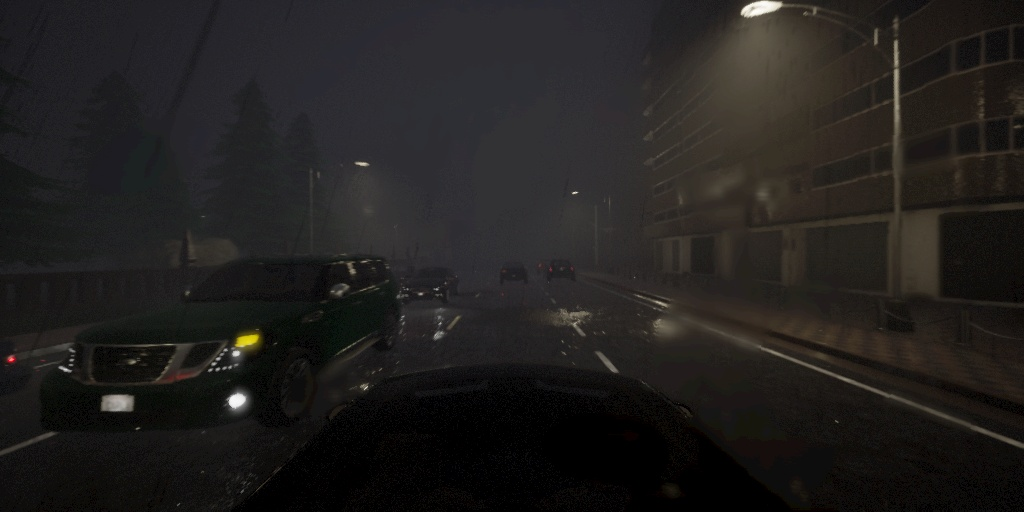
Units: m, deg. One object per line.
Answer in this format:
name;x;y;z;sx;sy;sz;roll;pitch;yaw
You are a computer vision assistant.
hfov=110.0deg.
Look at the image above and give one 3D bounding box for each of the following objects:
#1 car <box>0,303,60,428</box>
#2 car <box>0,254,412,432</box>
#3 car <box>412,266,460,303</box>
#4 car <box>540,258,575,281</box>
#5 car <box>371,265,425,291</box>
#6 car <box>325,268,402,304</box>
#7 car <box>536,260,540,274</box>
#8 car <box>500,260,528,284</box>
car;-7.112;1.348;2.147;2.033;1.411;5.357;0;0;0
car;-3.602;0.983;6.037;2.150;2.045;5.566;0;0;0
car;-3.550;1.230;16.407;1.837;1.490;4.892;0;0;0
car;3.645;0.984;28.346;2.097;1.767;4.553;0;0;1
car;-6.998;1.293;22.520;1.994;1.385;4.181;0;0;1
car;-6.963;1.333;17.347;1.994;1.385;4.181;0;0;0
car;3.667;0.950;38.507;2.097;1.767;4.553;0;0;1
car;0.126;1.143;25.942;1.882;1.535;5.008;0;0;0
